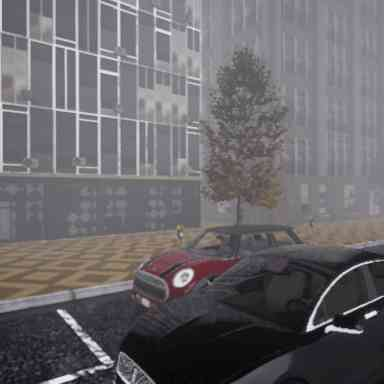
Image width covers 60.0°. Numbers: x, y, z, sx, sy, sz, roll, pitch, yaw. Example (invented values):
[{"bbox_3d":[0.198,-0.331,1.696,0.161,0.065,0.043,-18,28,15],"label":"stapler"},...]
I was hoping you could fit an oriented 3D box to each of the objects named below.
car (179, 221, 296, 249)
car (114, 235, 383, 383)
[{"bbox_3d":[0.786,1.467,7.141,4.097,1.590,1.967,0,-1,-36],"label":"car"},{"bbox_3d":[1.443,1.525,4.292,4.892,1.490,1.837,1,0,-36],"label":"car"}]
